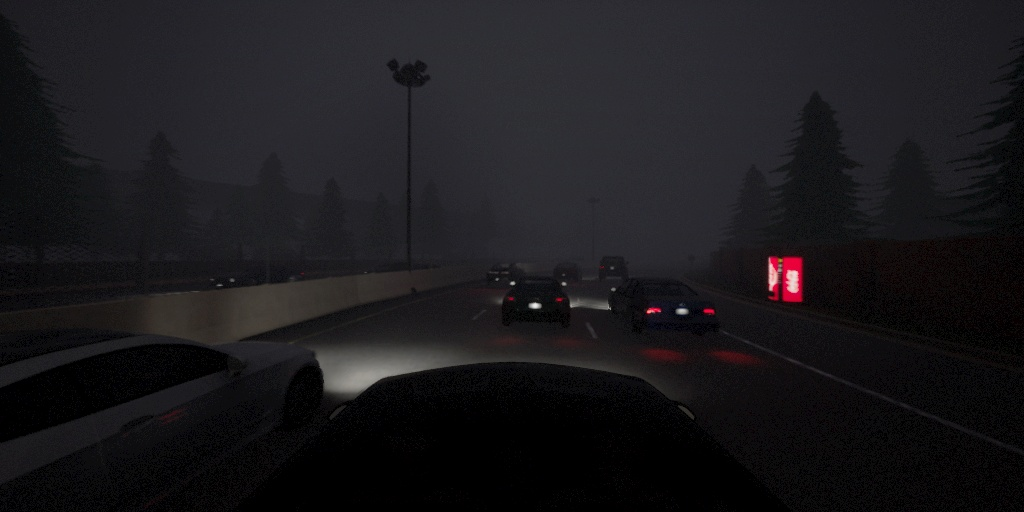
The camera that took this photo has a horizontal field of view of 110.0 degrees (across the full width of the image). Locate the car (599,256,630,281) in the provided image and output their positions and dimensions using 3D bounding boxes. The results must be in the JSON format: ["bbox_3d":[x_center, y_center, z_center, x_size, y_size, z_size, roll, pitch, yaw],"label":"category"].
[{"bbox_3d":[8.433,1.006,29.646,2.150,2.045,5.566,0,0,19],"label":"car"}]

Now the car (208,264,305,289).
[{"bbox_3d":[-15.445,1.213,22.201,2.033,1.411,5.357,0,0,11],"label":"car"}]

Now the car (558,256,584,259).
[{"bbox_3d":[10.976,1.014,63.810,2.150,2.045,5.566,0,0,37],"label":"car"}]

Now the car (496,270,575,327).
[{"bbox_3d":[0.838,1.315,11.683,1.994,1.385,4.181,0,0,6],"label":"car"}]

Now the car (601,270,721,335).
[{"bbox_3d":[4.157,1.316,10.668,2.033,1.411,5.357,0,0,6],"label":"car"}]

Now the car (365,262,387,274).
[{"bbox_3d":[-10.025,1.195,29.569,1.837,1.490,4.892,0,0,16],"label":"car"}]

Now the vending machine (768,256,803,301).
[{"bbox_3d":[11.848,1.002,15.576,1.100,2.100,0.880,0,0,10],"label":"vending machine"}]

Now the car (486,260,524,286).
[{"bbox_3d":[-0.336,1.233,24.482,2.128,1.511,4.902,0,0,14],"label":"car"}]

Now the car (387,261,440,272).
[{"bbox_3d":[-6.991,1.254,27.641,2.033,1.411,5.357,0,0,15],"label":"car"}]

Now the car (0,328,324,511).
[{"bbox_3d":[-3.292,1.259,2.601,1.812,1.442,4.674,0,0,0],"label":"car"}]

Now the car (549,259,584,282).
[{"bbox_3d":[4.547,1.243,28.923,1.882,1.535,5.008,0,0,17],"label":"car"}]
